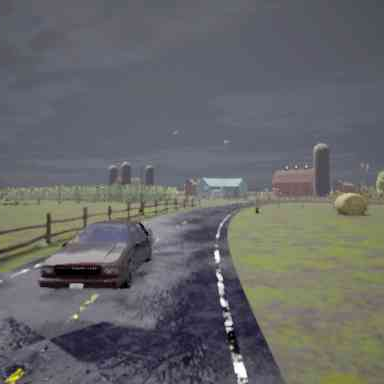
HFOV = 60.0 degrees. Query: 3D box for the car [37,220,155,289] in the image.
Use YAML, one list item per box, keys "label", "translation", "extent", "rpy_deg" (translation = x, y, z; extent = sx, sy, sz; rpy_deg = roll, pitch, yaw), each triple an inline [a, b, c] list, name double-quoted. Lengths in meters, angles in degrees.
- label: "car"
  translation: [-2.258, 1.544, 9.483]
  extent: [2.033, 1.411, 5.357]
  rpy_deg: [0, 0, 3]
